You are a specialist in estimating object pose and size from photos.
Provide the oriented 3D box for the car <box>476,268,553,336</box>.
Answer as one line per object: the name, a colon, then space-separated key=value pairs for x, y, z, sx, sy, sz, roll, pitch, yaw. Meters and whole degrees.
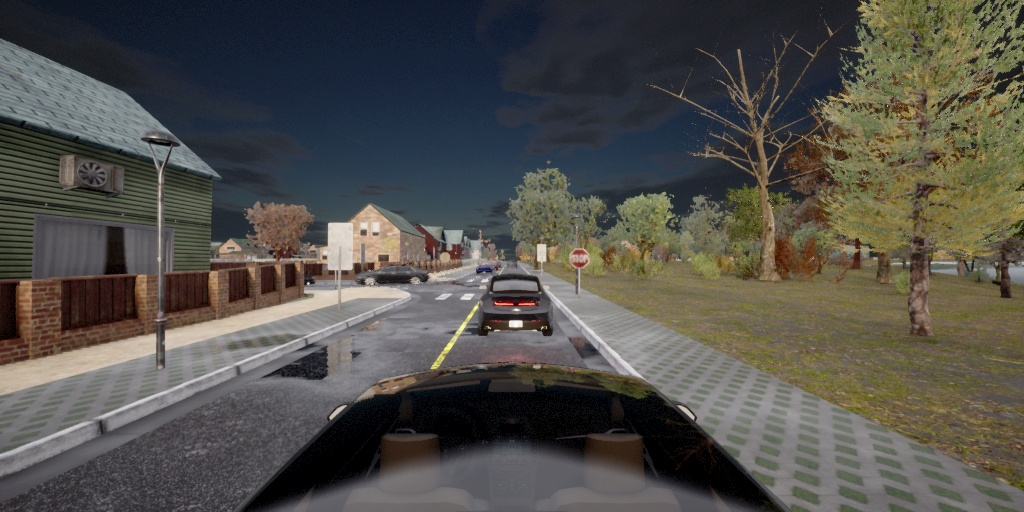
car: x=0.079 y=1.262 z=10.378 sx=1.837 sy=1.490 sz=4.892 roll=0 pitch=0 yaw=0

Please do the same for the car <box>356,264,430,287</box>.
car: x=-8.283 y=1.350 z=25.167 sx=4.892 sy=1.490 sz=1.837 roll=1 pitch=2 yaw=-20

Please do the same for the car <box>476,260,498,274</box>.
car: x=-2.906 y=1.412 z=39.589 sx=1.895 sy=1.301 sz=4.718 roll=0 pitch=0 yaw=0

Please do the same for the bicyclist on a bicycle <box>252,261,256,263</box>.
bicyclist on a bicycle: x=-20.275 y=1.238 z=28.335 sx=0.582 sy=1.620 sz=1.656 roll=0 pitch=-1 yaw=2

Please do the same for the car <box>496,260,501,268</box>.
car: x=-2.898 y=1.324 z=51.201 sx=1.882 sy=1.535 sz=5.008 roll=0 pitch=0 yaw=-1

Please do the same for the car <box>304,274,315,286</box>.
car: x=-15.275 y=1.318 z=22.320 sx=5.357 sy=1.411 sz=2.033 roll=0 pitch=-2 yaw=2
